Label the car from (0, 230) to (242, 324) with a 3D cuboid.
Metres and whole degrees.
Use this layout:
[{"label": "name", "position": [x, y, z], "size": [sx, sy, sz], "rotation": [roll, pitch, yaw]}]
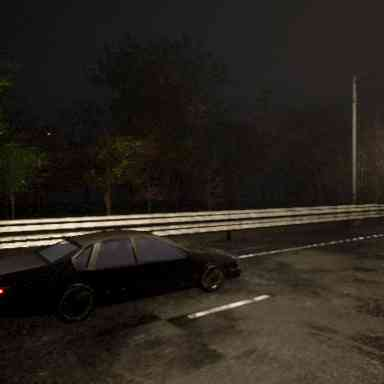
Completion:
[{"label": "car", "position": [-1.408, 1.548, 7.167], "size": [5.357, 1.411, 2.033], "rotation": [0, 0, -36]}]
